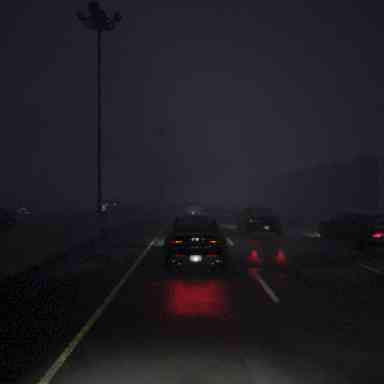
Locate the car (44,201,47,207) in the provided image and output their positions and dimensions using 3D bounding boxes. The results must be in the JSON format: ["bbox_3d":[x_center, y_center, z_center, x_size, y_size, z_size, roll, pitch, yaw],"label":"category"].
[{"bbox_3d":[-21.056,1.563,43.800,2.033,1.411,5.357,0,0,1],"label":"car"}]

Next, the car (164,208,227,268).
[{"bbox_3d":[0.099,1.509,11.230,1.837,1.490,4.892,0,0,0],"label":"car"}]

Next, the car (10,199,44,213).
[{"bbox_3d":[-17.603,1.560,34.034,2.033,1.411,5.357,0,0,0],"label":"car"}]

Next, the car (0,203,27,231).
[{"bbox_3d":[-10.604,1.497,16.466,2.128,1.511,4.902,0,0,0],"label":"car"}]

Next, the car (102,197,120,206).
[{"bbox_3d":[-13.812,1.585,57.176,1.994,1.385,4.181,0,0,2],"label":"car"}]

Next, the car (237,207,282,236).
[{"bbox_3d":[3.608,1.533,18.312,1.812,1.442,4.674,0,0,0],"label":"car"}]

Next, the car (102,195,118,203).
[{"bbox_3d":[-16.984,1.491,69.178,1.882,1.535,5.008,0,0,1],"label":"car"}]

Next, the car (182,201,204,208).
[{"bbox_3d":[0.093,1.538,30.619,1.812,1.442,4.674,0,0,0],"label":"car"}]

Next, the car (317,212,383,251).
[{"bbox_3d":[7.095,1.554,14.041,2.033,1.411,5.357,0,0,0],"label":"car"}]

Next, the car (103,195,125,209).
[{"bbox_3d":[-10.531,1.520,45.587,1.837,1.490,4.892,0,1,1],"label":"car"}]
